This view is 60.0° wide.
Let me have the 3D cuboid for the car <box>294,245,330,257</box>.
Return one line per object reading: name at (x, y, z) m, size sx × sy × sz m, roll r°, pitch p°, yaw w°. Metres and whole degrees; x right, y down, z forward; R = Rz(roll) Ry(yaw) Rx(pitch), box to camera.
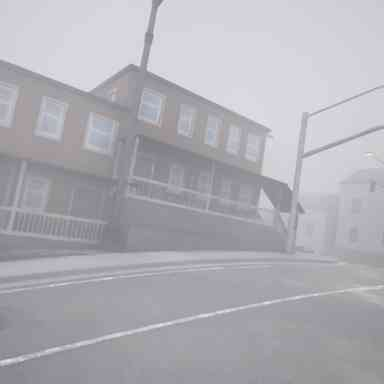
car at (9.825, 5.504, 29.203) m, size 2.097 × 1.767 × 4.553 m, roll 13°, pitch -16°, yaw -34°
